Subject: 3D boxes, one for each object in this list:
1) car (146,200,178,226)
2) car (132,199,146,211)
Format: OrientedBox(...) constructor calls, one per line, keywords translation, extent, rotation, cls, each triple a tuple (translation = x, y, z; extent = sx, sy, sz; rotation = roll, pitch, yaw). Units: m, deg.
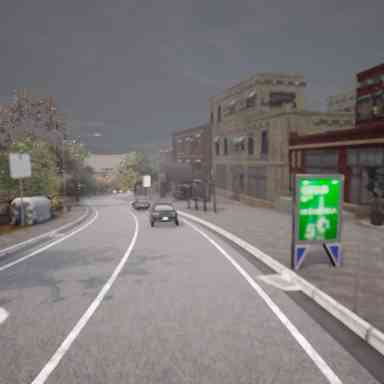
OrientedBox(translation=(-2.053, 1.498, 23.161), extent=(1.812, 1.442, 4.674), rotation=(-1, 0, -10), cls="car")
OrientedBox(translation=(-6.387, 1.562, 41.528), extent=(1.994, 1.385, 4.181), rotation=(-2, 0, -16), cls="car")
